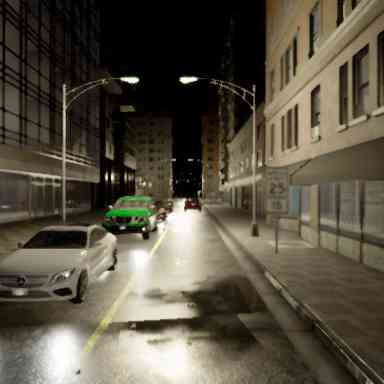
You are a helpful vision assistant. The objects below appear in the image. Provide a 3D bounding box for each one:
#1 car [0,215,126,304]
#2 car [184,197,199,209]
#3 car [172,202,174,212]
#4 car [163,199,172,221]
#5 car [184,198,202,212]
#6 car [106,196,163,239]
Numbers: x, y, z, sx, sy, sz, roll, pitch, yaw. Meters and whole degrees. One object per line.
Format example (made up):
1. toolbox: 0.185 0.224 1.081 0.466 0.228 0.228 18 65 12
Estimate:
1. car: -3.097 1.543 8.321 1.812 1.442 4.674 0 0 0
2. car: -0.017 1.605 49.839 2.128 1.511 4.902 0 0 0
3. car: -3.071 1.574 38.051 2.128 1.511 4.902 0 0 0
4. car: -3.080 1.412 27.679 2.097 1.767 4.553 0 0 0
5. car: 0.086 1.443 40.043 2.097 1.767 4.553 0 0 0
6. car: -3.082 1.259 17.775 2.150 2.045 5.566 0 0 1
